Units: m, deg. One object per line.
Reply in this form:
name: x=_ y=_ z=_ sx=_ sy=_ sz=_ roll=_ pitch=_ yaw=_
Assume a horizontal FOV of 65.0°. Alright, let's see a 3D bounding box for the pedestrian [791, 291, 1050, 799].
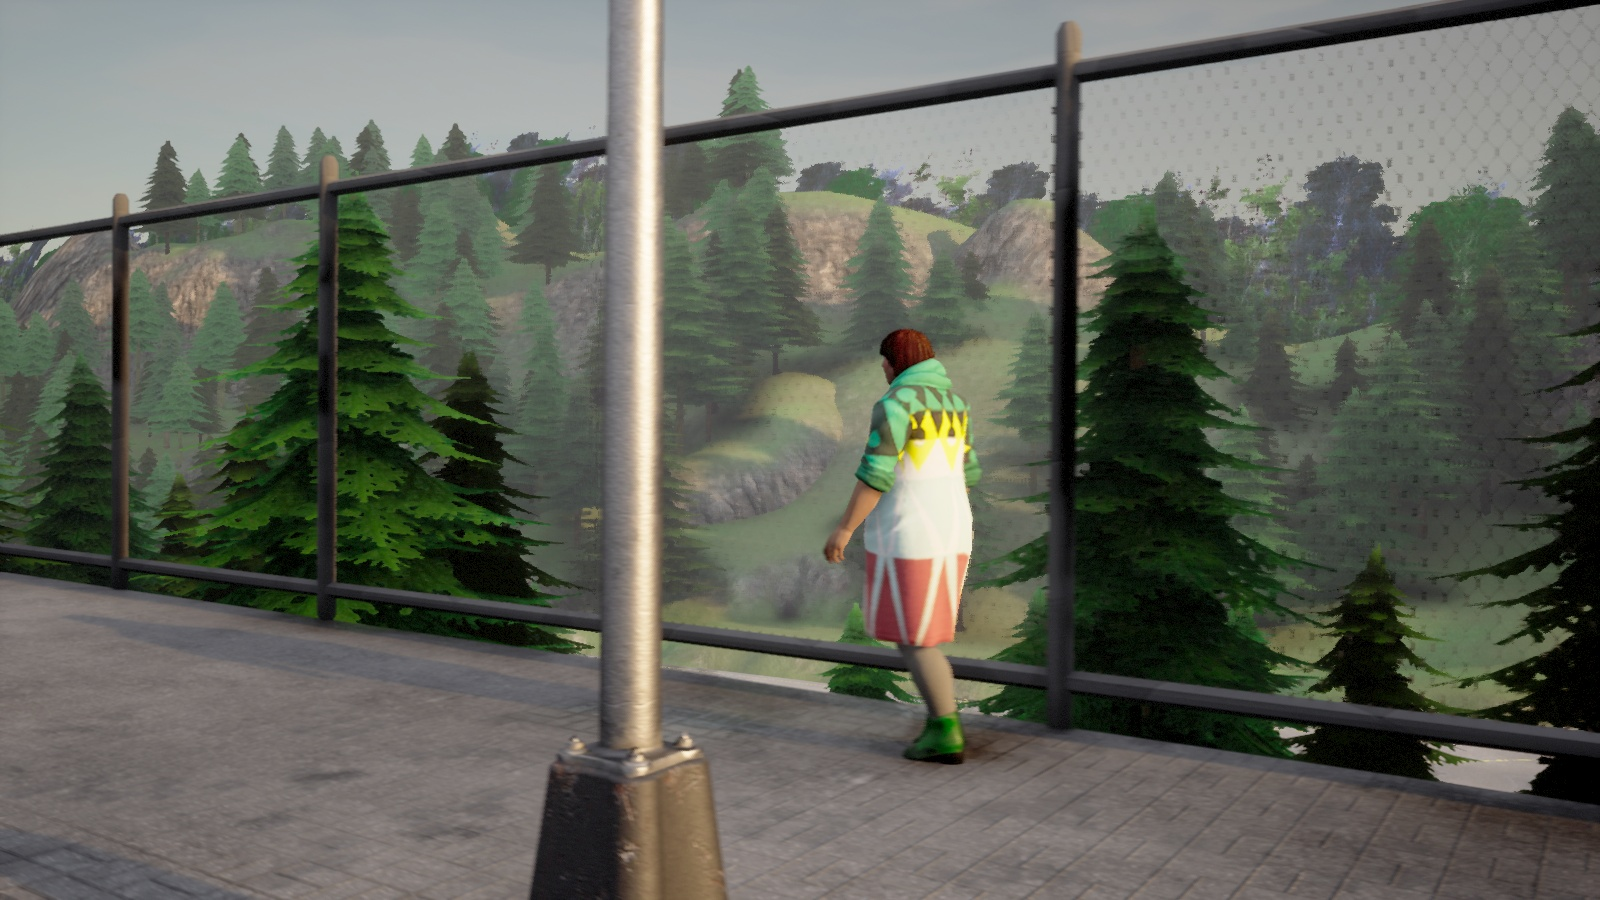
pedestrian: x=0.516 y=0.359 z=5.335 sx=0.873 sy=1.952 sz=0.659 roll=0 pitch=1 yaw=34
